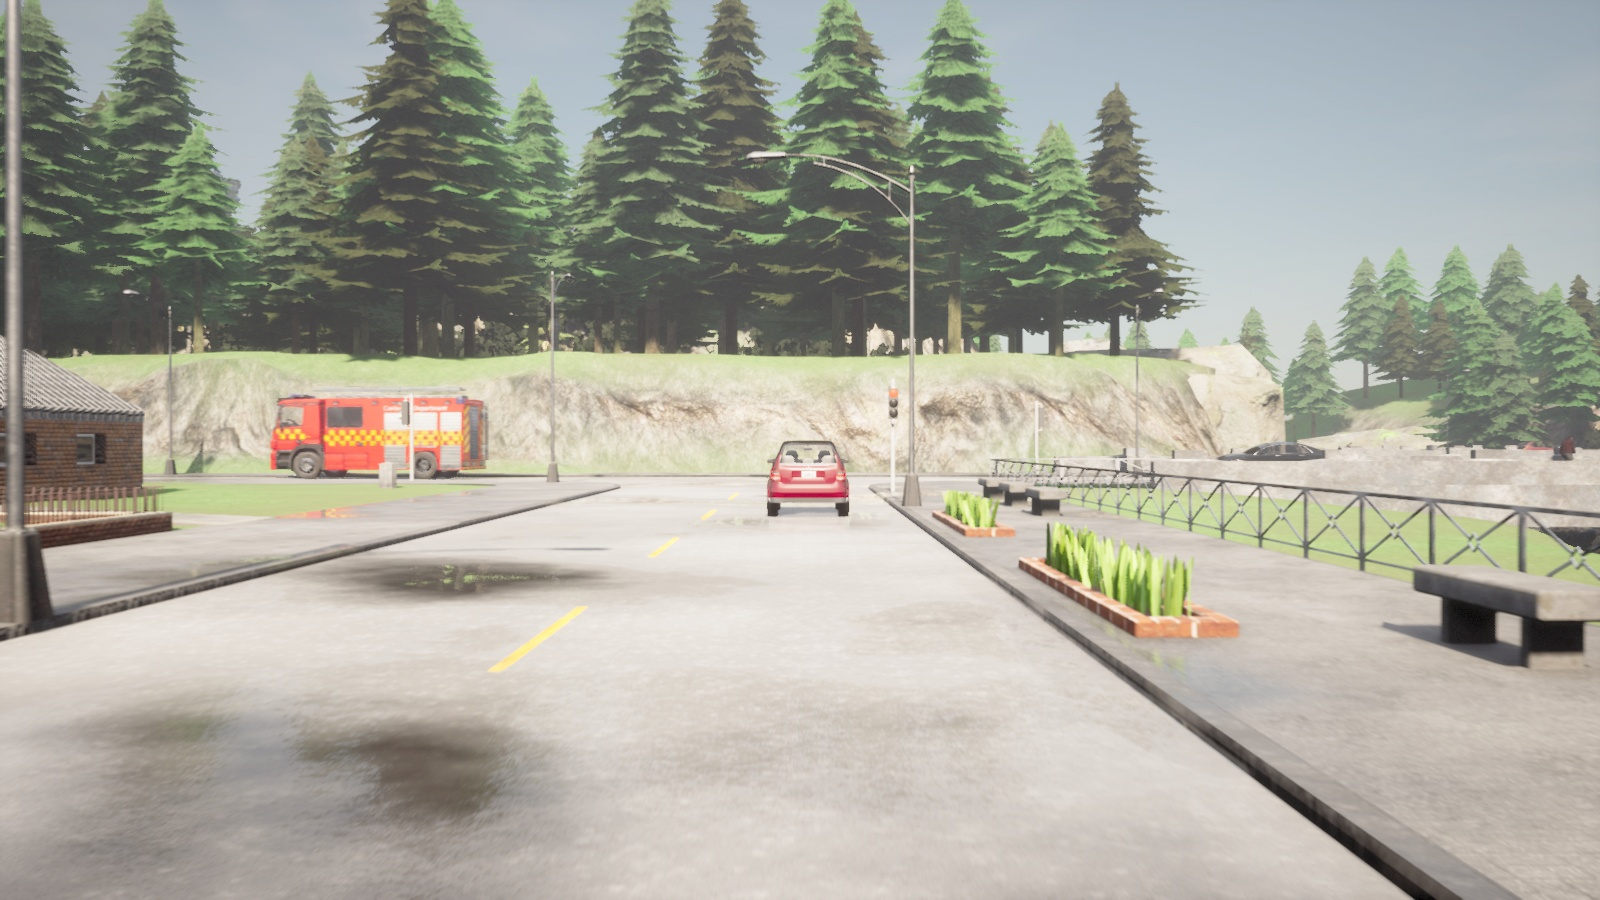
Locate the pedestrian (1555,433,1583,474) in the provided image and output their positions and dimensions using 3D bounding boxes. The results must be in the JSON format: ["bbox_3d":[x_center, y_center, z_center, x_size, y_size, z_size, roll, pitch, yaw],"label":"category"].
[{"bbox_3d":[35.248,0.160,57.559,0.899,1.844,0.634,0,0,-13],"label":"pedestrian"}]

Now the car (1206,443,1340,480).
[{"bbox_3d":[19.767,0.471,52.621,4.892,1.490,1.837,0,0,0],"label":"car"}]

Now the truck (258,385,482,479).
[{"bbox_3d":[-18.001,-0.730,52.829,8.468,3.827,2.891,0,0,5],"label":"truck"}]

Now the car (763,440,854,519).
[{"bbox_3d":[0.169,0.576,26.510,1.789,1.549,3.705,0,0,0],"label":"car"}]
